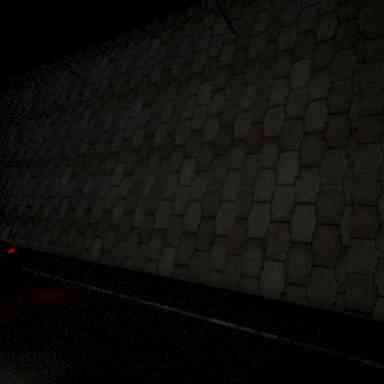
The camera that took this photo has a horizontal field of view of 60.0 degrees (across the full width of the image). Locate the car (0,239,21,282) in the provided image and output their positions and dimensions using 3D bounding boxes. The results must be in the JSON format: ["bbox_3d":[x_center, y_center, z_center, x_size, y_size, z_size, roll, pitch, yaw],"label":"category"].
[{"bbox_3d":[-6.138,1.487,8.319,4.181,1.385,1.994,1,0,35],"label":"car"}]
